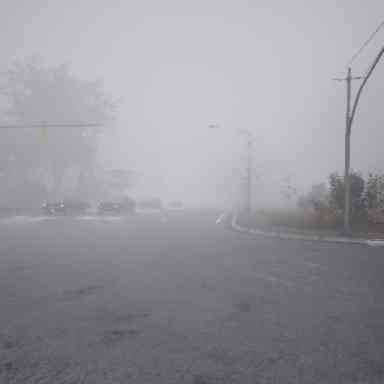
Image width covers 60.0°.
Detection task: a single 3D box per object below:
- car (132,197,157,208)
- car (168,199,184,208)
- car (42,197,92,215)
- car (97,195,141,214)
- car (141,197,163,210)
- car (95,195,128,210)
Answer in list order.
[{"bbox_3d":[-6.829,1.539,48.486,2.128,1.511,4.902,1,-2,9],"label":"car"},{"bbox_3d":[-2.542,1.876,53.515,1.994,1.385,4.181,1,-2,9],"label":"car"},{"bbox_3d":[-10.020,1.074,26.948,1.895,1.301,4.718,1,0,9],"label":"car"},{"bbox_3d":[-6.257,1.031,28.367,1.882,1.535,5.008,1,0,9],"label":"car"},{"bbox_3d":[-4.709,1.264,38.940,1.882,1.535,5.008,1,-2,9],"label":"car"},{"bbox_3d":[-8.656,1.131,36.170,1.837,1.490,4.892,1,-1,8],"label":"car"}]
